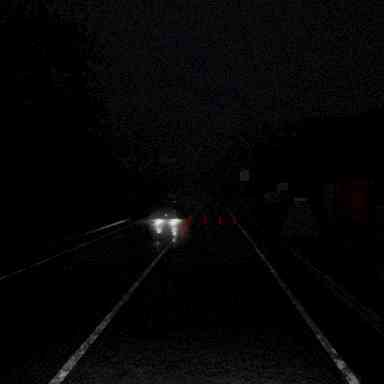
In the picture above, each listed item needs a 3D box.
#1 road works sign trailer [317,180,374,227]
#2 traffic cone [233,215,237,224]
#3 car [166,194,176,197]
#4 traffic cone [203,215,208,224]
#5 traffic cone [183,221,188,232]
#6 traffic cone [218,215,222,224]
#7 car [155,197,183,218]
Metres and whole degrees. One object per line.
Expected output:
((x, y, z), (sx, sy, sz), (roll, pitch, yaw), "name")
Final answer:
((7.919, 0.515, 18.580), (3.560, 2.380, 2.880), (-5, 7, -42), "road works sign trailer")
((2.865, 1.863, 22.272), (0.340, 0.580, 0.340), (0, 0, 10), "traffic cone")
((-5.043, 1.175, 80.363), (1.882, 1.535, 5.008), (-2, 0, -14), "car")
((0.901, 1.854, 22.272), (0.340, 0.580, 0.340), (0, 0, 4), "traffic cone")
((-0.495, 1.878, 16.359), (0.340, 0.580, 0.340), (0, 0, 4), "traffic cone")
((1.891, 1.859, 22.205), (0.340, 0.580, 0.340), (0, 0, 4), "traffic cone")
((-1.817, 1.402, 28.372), (2.033, 1.411, 5.357), (0, 0, 4), "car")
